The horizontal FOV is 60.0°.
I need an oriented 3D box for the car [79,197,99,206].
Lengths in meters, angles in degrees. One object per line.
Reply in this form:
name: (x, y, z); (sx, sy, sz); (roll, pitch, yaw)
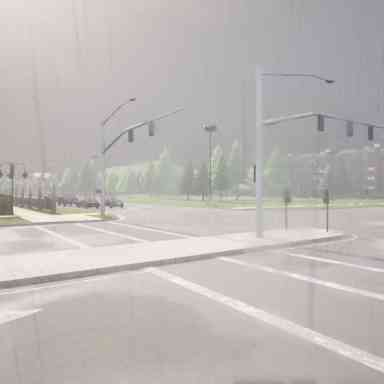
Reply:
car: (-17.191, 1.564, 55.536); (1.994, 1.385, 4.181); (0, 0, -36)

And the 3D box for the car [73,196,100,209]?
car: (-14.235, 1.601, 45.497); (1.895, 1.301, 4.718); (0, 0, -36)

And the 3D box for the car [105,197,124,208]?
car: (-11.429, 1.492, 47.593); (2.128, 1.511, 4.902); (0, 0, -36)

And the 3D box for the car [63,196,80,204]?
car: (-23.000, 1.564, 63.630); (1.994, 1.385, 4.181); (0, 0, -36)

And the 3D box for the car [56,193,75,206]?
car: (-19.947, 1.221, 53.372); (2.150, 2.045, 5.566); (0, 0, -36)

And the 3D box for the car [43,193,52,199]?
car: (-26.083, 1.221, 61.918); (2.150, 2.045, 5.566); (0, 0, -35)
